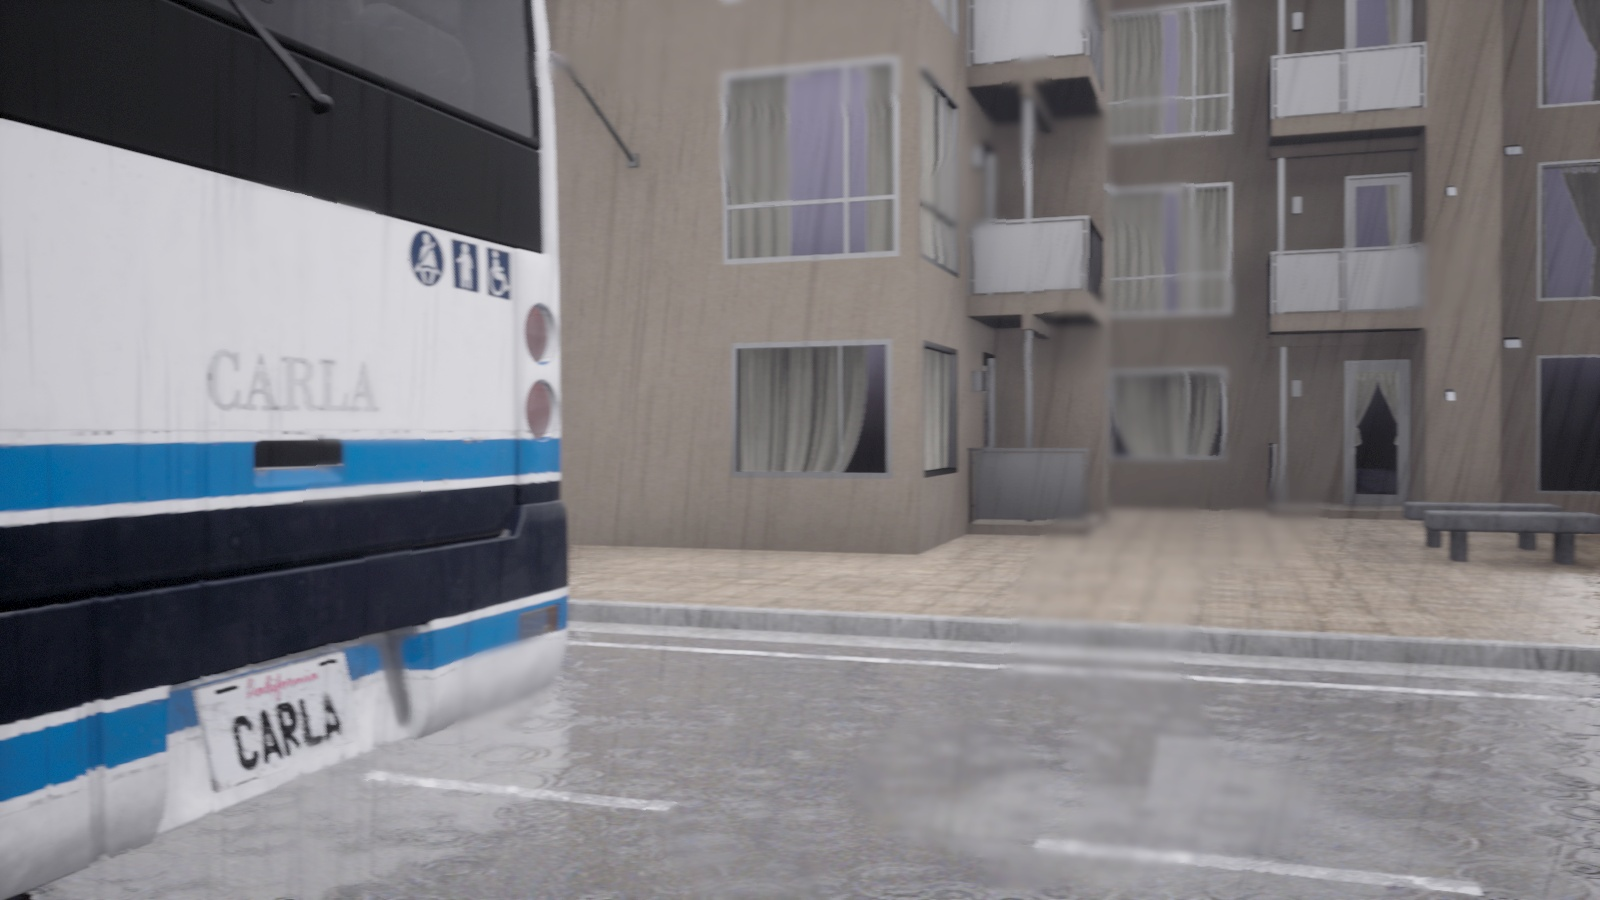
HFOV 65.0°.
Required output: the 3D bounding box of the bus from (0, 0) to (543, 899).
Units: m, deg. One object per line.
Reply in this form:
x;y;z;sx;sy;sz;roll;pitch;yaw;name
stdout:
-6.653;-0.662;5.412;10.273;4.253;3.944;1;1;19;bus
